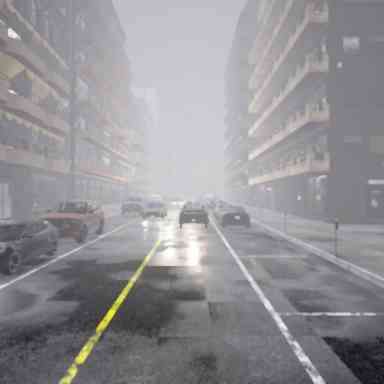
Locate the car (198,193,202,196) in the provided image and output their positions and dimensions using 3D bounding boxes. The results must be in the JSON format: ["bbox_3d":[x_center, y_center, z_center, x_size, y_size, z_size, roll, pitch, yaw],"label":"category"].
[{"bbox_3d":[2.733,1.549,73.084,1.947,1.339,4.313,1,0,0],"label":"car"}]

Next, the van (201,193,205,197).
[{"bbox_3d":[2.728,1.325,50.345,1.690,1.788,3.998,1,0,0],"label":"van"}]

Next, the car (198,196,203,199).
[{"bbox_3d":[0.119,1.585,46.411,1.895,1.301,4.718,0,0,0],"label":"car"}]

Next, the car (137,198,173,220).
[{"bbox_3d":[-3.085,1.536,28.678,2.033,1.411,5.357,0,0,0],"label":"car"}]

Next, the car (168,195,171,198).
[{"bbox_3d":[-5.612,1.423,73.027,1.967,1.590,4.097,1,0,0],"label":"car"}]

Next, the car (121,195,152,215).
[{"bbox_3d":[-5.657,1.303,33.234,2.192,1.841,5.009,1,0,0],"label":"car"}]

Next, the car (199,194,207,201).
[{"bbox_3d":[2.739,1.424,84.453,1.967,1.590,4.097,1,0,0],"label":"car"}]

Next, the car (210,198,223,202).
[{"bbox_3d":[2.716,1.515,27.776,1.752,1.417,4.829,1,0,0],"label":"car"}]

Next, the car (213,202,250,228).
[{"bbox_3d":[2.713,1.557,21.921,1.947,1.339,4.313,1,0,0],"label":"car"}]

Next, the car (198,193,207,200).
[{"bbox_3d":[2.744,1.299,90.137,2.192,1.841,5.009,1,0,0],"label":"car"}]

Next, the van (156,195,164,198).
[{"bbox_3d":[-5.658,1.325,50.288,1.690,1.788,3.998,1,0,0],"label":"van"}]

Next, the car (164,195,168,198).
[{"bbox_3d":[-5.643,1.534,55.973,2.008,1.369,4.403,1,0,0],"label":"car"}]

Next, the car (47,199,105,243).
[{"bbox_3d":[-5.664,1.309,16.180,2.192,1.841,5.009,1,0,0],"label":"car"}]

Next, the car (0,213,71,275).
[{"bbox_3d":[-5.671,1.562,10.496,1.947,1.339,4.313,1,0,0],"label":"car"}]

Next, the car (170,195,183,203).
[{"bbox_3d":[-2.972,1.570,70.397,1.895,1.301,4.718,0,0,0],"label":"car"}]

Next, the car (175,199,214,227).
[{"bbox_3d":[0.110,1.483,22.410,2.128,1.511,4.902,0,0,0],"label":"car"}]

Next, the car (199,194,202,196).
[{"bbox_3d":[2.730,1.565,67.399,1.802,1.307,4.206,1,0,0],"label":"car"}]

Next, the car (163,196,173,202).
[{"bbox_3d":[-5.612,1.550,78.711,1.947,1.339,4.313,1,0,0],"label":"car"}]

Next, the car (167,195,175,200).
[{"bbox_3d":[-5.607,1.530,90.080,1.887,1.381,4.507,1,0,0],"label":"car"}]

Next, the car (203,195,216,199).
[{"bbox_3d":[2.722,1.426,38.975,1.967,1.590,4.097,1,0,0],"label":"car"}]

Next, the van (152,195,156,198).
[{"bbox_3d":[-5.656,1.328,38.918,1.690,1.788,3.998,1,0,0],"label":"van"}]
